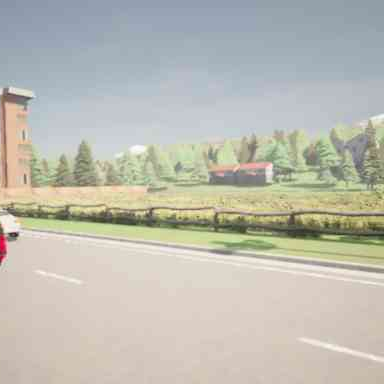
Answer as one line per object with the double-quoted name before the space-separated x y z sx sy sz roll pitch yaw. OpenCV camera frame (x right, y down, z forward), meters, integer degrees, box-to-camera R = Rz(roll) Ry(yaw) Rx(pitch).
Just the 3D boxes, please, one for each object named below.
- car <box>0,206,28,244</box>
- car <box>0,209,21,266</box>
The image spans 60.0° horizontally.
"car" -9.729 1.448 15.419 4.674 1.442 1.812 -1 1 37
"car" -7.348 1.201 9.289 5.566 2.045 2.150 -1 1 37
